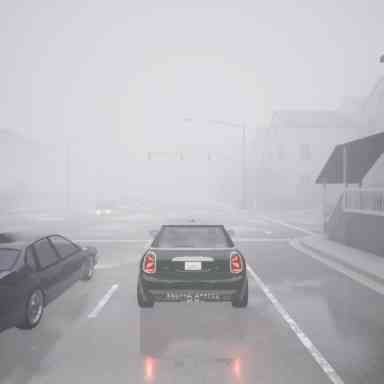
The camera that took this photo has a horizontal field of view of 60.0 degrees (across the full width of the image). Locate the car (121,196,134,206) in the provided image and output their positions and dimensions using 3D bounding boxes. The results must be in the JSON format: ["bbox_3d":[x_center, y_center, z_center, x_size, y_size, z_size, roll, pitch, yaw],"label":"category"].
[{"bbox_3d":[-11.112,1.352,52.884,2.097,1.767,4.553,0,0,-1],"label":"car"}]

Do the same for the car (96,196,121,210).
[{"bbox_3d":[-11.024,1.564,43.221,1.994,1.385,4.181,0,0,-1],"label":"car"}]

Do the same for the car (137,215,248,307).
[{"bbox_3d":[0.006,1.352,8.124,2.097,1.767,4.553,0,0,0],"label":"car"}]

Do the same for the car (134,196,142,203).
[{"bbox_3d":[-11.179,1.490,66.902,2.128,1.511,4.902,0,0,0],"label":"car"}]

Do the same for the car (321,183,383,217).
[{"bbox_3d":[13.707,0.727,27.933,5.566,2.045,2.150,-14,0,-2],"label":"car"}]

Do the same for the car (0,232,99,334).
[{"bbox_3d":[-3.485,1.547,6.843,2.033,1.411,5.357,0,0,0],"label":"car"}]
